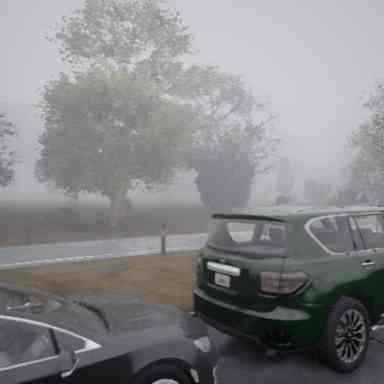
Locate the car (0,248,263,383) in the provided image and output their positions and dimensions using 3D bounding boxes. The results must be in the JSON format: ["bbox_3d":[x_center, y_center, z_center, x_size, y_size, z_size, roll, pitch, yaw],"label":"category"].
[{"bbox_3d":[-2.004,1.475,2.641,4.892,1.521,2.231,0,-2,-36],"label":"car"}]

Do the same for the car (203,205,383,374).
[{"bbox_3d":[2.641,1.234,5.816,5.566,2.045,2.435,0,-2,-33],"label":"car"}]
